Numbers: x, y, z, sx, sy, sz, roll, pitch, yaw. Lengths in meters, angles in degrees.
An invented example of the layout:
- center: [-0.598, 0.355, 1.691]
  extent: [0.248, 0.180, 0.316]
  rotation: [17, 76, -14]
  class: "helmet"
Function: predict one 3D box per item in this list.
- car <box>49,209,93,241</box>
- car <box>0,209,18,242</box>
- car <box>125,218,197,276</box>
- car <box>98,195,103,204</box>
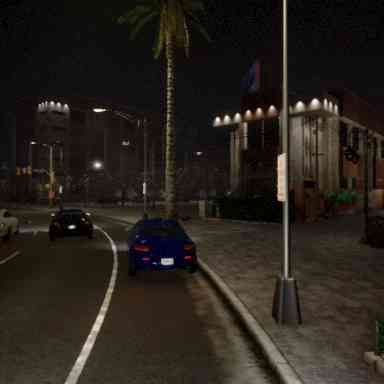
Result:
- center: [-6.208, 1.558, 17.025]
  extent: [1.994, 1.385, 4.181]
  rotation: [0, 0, -21]
  class: "car"
- center: [-9.522, 1.516, 15.889]
  extent: [1.812, 1.442, 4.674]
  rotation: [0, 0, -21]
  class: "car"
- center: [-1.073, 1.524, 10.346]
  extent: [1.812, 1.442, 4.674]
  rotation: [0, 0, -12]
  class: "car"
- center: [-14.576, 1.237, 56.454]
  extent: [4.553, 1.767, 2.185]
  rotation: [0, 0, 42]
  class: "car"
